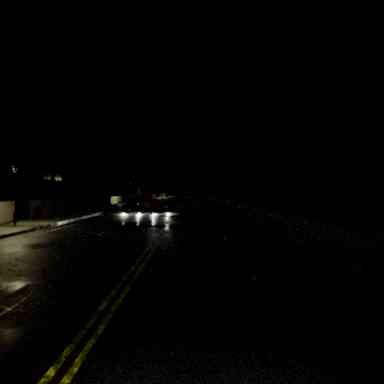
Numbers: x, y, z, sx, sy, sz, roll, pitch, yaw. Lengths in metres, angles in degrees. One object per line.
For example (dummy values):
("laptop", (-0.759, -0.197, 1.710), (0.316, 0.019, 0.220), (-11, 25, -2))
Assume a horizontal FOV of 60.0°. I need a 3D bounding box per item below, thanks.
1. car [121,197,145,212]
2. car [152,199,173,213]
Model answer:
("car", (-6.584, 1.336, 37.526), (2.097, 1.767, 4.553), (0, 0, 0))
("car", (-3.336, 1.510, 36.937), (1.812, 1.442, 4.674), (0, 0, 0))
